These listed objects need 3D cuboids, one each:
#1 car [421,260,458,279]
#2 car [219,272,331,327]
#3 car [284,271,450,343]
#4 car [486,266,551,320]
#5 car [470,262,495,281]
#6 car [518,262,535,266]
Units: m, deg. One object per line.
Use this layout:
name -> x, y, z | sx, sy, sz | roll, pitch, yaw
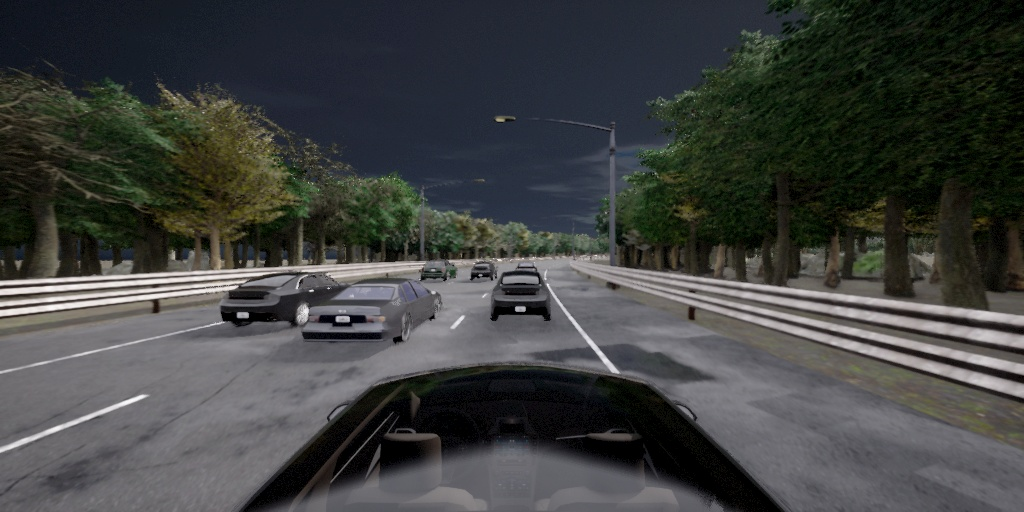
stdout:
car -> -5.849, 1.099, 29.367 | 2.097, 1.767, 4.553 | 0, 0, 4
car -> -6.724, 1.249, 11.453 | 1.837, 1.490, 4.892 | 0, 0, 1
car -> -3.285, 1.295, 9.588 | 2.033, 1.411, 5.357 | 0, 0, 1
car -> 0.317, 1.256, 12.556 | 1.837, 1.490, 4.892 | 0, 0, 2
car -> -2.277, 1.255, 30.308 | 1.837, 1.490, 4.892 | 0, 0, 4
car -> 1.266, 1.245, 30.756 | 2.128, 1.511, 4.902 | 0, 0, 4
